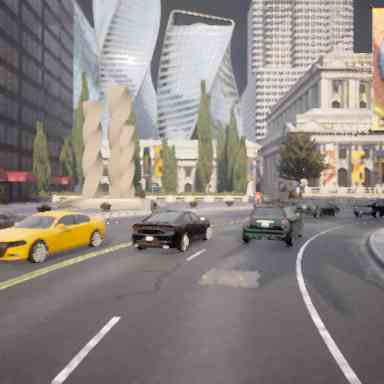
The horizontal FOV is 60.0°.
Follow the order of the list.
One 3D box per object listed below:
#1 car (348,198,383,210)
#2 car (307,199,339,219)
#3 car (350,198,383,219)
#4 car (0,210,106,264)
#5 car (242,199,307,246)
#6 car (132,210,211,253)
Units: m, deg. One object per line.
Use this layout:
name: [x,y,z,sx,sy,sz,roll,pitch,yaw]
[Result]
car: [23.093,1.553,43.458,4.892,1.490,1.837,1,0,-13]
car: [11.268,1.375,29.872,4.553,1.767,2.097,0,0,-39]
car: [16.107,1.524,29.076,4.902,1.511,2.128,0,0,-33]
car: [-5.130,1.469,12.188,1.882,1.535,5.008,0,0,18]
car: [3.904,1.361,15.590,2.097,1.767,4.553,0,0,25]
car: [-0.647,1.477,13.975,1.882,1.535,5.008,0,0,20]
